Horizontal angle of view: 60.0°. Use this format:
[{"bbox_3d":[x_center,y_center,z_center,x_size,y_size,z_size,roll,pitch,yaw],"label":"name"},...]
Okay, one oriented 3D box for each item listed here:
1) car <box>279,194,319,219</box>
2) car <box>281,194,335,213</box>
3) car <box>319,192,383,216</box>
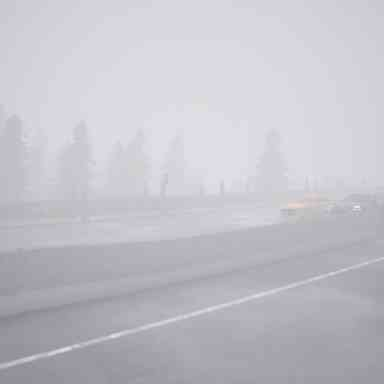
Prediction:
[{"bbox_3d":[8.048,0.959,22.618,5.008,1.535,1.882,-2,1,-35],"label":"car"},{"bbox_3d":[9.911,0.926,28.241,4.718,1.301,1.895,-2,1,-35],"label":"car"},{"bbox_3d":[9.964,0.838,19.685,4.553,1.767,2.097,-2,1,-35],"label":"car"}]
